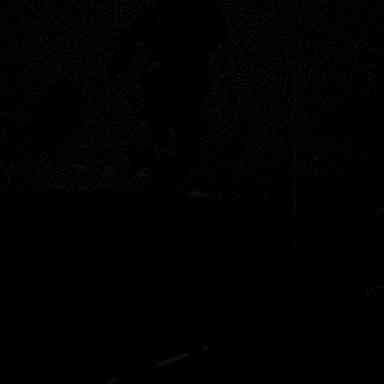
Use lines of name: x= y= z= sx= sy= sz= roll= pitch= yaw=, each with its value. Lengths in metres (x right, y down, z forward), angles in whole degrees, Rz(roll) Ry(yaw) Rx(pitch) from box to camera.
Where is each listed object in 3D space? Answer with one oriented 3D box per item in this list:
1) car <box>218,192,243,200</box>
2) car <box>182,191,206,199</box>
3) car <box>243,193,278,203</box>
car: x=6.975 y=0.765 z=59.709 sx=2.033 sy=1.411 sz=5.357 roll=1 pitch=1 yaw=-35
car: x=0.679 y=0.471 z=63.724 sx=1.882 sy=1.535 sz=5.008 roll=1 pitch=1 yaw=-36
car: x=10.519 y=0.847 z=49.851 sx=1.882 sy=1.535 sz=5.008 roll=1 pitch=1 yaw=-36
